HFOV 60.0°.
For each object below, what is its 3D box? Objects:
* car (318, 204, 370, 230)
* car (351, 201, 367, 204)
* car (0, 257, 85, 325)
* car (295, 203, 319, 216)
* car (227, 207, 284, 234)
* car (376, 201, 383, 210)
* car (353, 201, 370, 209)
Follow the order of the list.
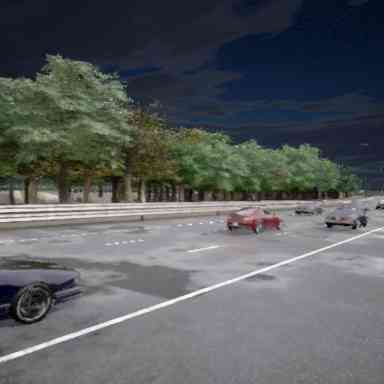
[{"bbox_3d":[10.875,1.798,23.132,2.033,1.411,5.357,1,0,39],"label":"car"},{"bbox_3d":[19.792,2.018,39.772,2.033,1.411,5.357,1,0,37],"label":"car"},{"bbox_3d":[-4.385,1.487,4.887,2.033,1.411,5.357,1,0,41],"label":"car"},{"bbox_3d":[13.110,1.880,36.868,2.033,1.411,5.357,1,0,38],"label":"car"},{"bbox_3d":[3.853,1.636,19.920,1.812,1.442,4.674,1,0,40],"label":"car"},{"bbox_3d":[33.316,2.347,57.949,1.812,1.442,4.674,1,0,36],"label":"car"},{"bbox_3d":[30.482,2.338,59.842,1.994,1.385,4.181,1,0,36],"label":"car"}]
